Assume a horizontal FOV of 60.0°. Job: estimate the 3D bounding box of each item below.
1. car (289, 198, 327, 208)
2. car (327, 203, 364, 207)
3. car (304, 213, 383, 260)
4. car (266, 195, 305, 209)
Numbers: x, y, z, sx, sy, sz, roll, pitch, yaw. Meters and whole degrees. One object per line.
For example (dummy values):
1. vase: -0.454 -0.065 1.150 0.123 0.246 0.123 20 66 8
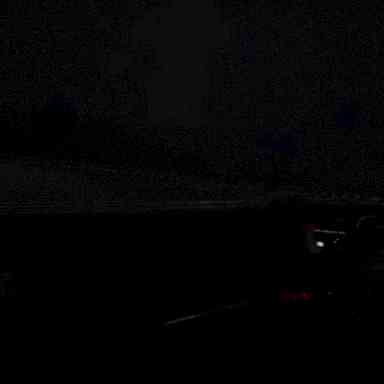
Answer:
1. car: 13.092 1.673 35.499 5.357 1.411 2.033 0 0 -37
2. car: 15.923 1.731 33.247 4.718 1.301 1.895 0 0 -37
3. car: 6.275 1.548 12.654 4.902 1.511 2.128 0 0 -36
4. car: 10.965 1.346 38.276 5.566 2.045 2.150 0 0 -37
